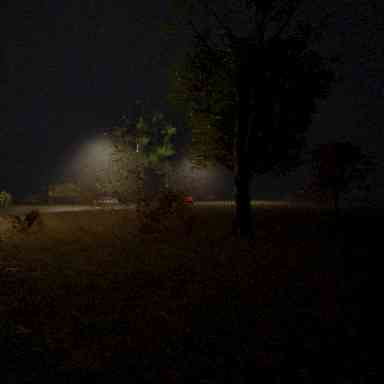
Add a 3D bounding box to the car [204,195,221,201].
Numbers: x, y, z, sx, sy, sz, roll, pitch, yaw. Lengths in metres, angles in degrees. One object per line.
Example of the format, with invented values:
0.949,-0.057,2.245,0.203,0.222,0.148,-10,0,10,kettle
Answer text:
4.265,1.250,69.360,1.812,1.442,4.674,-2,-1,35,car
